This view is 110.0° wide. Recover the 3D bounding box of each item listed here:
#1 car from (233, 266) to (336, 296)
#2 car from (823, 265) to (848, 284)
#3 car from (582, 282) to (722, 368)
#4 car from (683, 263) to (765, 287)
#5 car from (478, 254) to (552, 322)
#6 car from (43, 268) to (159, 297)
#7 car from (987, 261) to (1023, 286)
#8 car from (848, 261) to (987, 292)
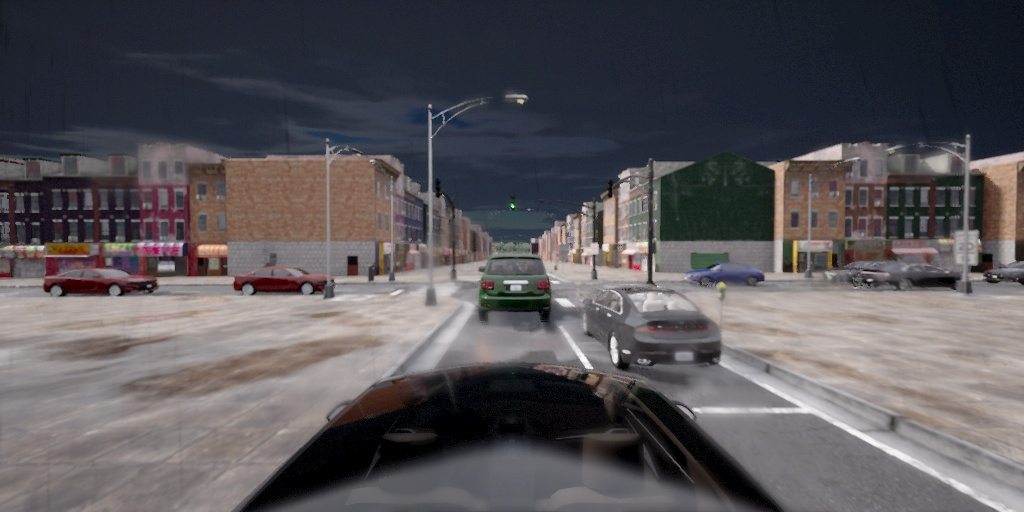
[{"bbox_3d":[-12.327,1.319,19.611,5.008,1.535,1.882,0,1,-1],"label":"car"},{"bbox_3d":[22.436,1.066,22.539,4.902,1.511,2.128,0,1,0],"label":"car"},{"bbox_3d":[2.637,1.293,7.651,2.007,1.370,4.403,0,0,0],"label":"car"},{"bbox_3d":[13.275,1.139,22.564,4.674,1.442,1.812,0,1,1],"label":"car"},{"bbox_3d":[0.010,0.957,12.356,2.150,2.045,5.566,0,0,-2],"label":"car"},{"bbox_3d":[-22.317,1.397,19.607,5.008,1.535,1.882,-1,1,0],"label":"car"},{"bbox_3d":[32.762,1.078,22.526,4.892,1.490,1.837,0,1,0],"label":"car"},{"bbox_3d":[21.962,1.131,19.581,4.902,1.511,2.128,0,1,0],"label":"car"}]
